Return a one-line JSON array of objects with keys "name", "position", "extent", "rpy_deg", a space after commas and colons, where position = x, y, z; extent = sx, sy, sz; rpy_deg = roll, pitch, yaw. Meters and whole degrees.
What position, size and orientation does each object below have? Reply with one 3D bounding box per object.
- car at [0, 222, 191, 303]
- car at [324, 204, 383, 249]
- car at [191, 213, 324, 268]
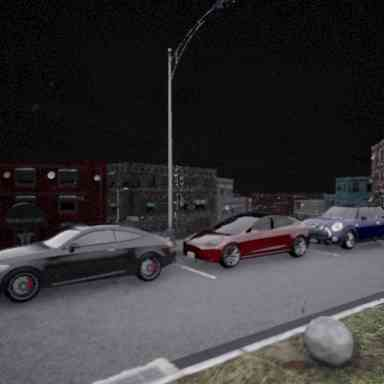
[{"name": "car", "position": [-2.595, 1.509, 8.286], "extent": [4.674, 1.452, 2.002], "rpy_deg": [0, 0, -34]}, {"name": "car", "position": [6.790, 1.343, 14.485], "extent": [4.553, 1.767, 2.185], "rpy_deg": [0, 0, -31]}, {"name": "car", "position": [1.981, 1.498, 11.373], "extent": [4.792, 1.488, 2.163], "rpy_deg": [0, 0, -33]}]
